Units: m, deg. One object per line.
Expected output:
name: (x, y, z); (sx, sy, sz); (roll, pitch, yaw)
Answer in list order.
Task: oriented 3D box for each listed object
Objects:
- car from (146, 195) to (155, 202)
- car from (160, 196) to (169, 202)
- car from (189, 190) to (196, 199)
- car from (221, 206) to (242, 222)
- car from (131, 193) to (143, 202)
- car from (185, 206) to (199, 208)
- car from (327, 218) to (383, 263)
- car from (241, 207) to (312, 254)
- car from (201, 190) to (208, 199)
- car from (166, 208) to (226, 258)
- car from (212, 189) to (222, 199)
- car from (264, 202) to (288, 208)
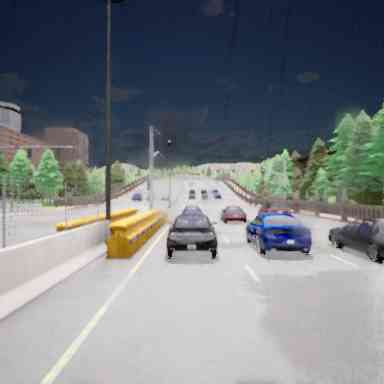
car: (-10.472, 1.599, 84.850); (1.837, 1.490, 4.892); (0, 4, 0)
car: (-6.972, 1.696, 84.807); (1.895, 1.301, 4.718); (0, 4, 0)
car: (0.062, 1.062, 91.304); (2.033, 1.411, 5.357); (0, 6, 0)
car: (3.509, 1.887, 28.571); (1.994, 1.385, 4.181); (0, -1, 0)
car: (-13.972, 1.327, 84.820); (2.150, 2.045, 5.566); (0, 4, 0)
car: (0.013, 1.886, 28.422); (1.994, 1.385, 4.181); (0, -1, 0)
car: (7.004, 1.690, 12.546); (2.033, 1.411, 5.357); (0, -1, 0)
car: (3.521, 1.639, 14.265); (1.882, 1.535, 5.008); (0, 0, 0)
car: (3.562, 1.062, 91.286); (2.033, 1.411, 5.357); (0, 6, 0)
car: (0.014, 1.646, 13.518); (2.128, 1.511, 4.902); (0, 0, 0)
car: (7.064, 0.963, 91.676); (1.882, 1.535, 5.008); (0, 6, 0)
car: (7.010, 1.672, 28.443); (2.097, 1.767, 4.553); (0, -1, 0)
